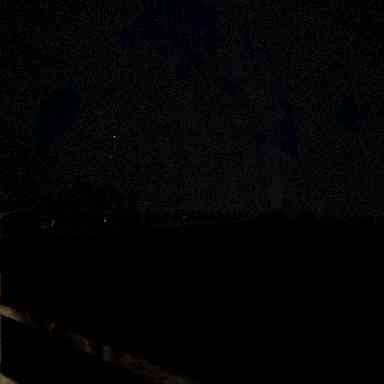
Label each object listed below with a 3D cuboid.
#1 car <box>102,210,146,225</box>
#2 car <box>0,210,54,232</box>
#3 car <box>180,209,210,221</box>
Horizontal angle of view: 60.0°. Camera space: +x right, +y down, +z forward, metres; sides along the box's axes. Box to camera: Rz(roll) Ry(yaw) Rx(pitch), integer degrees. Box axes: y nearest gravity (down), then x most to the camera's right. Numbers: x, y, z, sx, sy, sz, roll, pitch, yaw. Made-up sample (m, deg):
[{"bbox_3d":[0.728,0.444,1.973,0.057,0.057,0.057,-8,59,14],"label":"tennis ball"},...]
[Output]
[{"bbox_3d":[-6.515,2.452,32.334,2.128,1.511,4.902,0,-2,35],"label":"car"},{"bbox_3d":[-12.430,2.058,23.964,1.837,1.490,4.892,0,-2,34],"label":"car"},{"bbox_3d":[0.449,2.943,42.060,2.128,1.511,4.902,0,-2,36],"label":"car"}]
